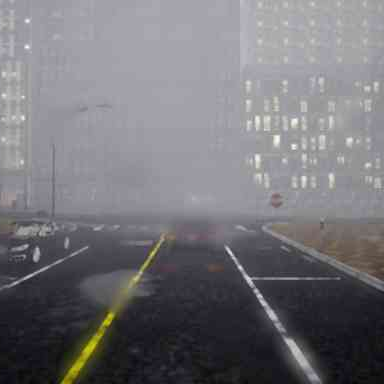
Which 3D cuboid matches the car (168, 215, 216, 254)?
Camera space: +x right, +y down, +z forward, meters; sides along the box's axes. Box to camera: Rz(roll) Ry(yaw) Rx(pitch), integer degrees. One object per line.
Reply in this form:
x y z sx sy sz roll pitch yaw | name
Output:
-0.002 1.679 14.002 2.033 1.411 5.357 0 0 0 | car

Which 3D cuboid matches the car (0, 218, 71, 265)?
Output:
-5.815 1.664 12.064 2.008 1.369 4.403 1 -1 0 | car
